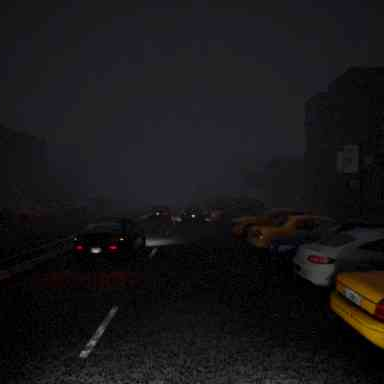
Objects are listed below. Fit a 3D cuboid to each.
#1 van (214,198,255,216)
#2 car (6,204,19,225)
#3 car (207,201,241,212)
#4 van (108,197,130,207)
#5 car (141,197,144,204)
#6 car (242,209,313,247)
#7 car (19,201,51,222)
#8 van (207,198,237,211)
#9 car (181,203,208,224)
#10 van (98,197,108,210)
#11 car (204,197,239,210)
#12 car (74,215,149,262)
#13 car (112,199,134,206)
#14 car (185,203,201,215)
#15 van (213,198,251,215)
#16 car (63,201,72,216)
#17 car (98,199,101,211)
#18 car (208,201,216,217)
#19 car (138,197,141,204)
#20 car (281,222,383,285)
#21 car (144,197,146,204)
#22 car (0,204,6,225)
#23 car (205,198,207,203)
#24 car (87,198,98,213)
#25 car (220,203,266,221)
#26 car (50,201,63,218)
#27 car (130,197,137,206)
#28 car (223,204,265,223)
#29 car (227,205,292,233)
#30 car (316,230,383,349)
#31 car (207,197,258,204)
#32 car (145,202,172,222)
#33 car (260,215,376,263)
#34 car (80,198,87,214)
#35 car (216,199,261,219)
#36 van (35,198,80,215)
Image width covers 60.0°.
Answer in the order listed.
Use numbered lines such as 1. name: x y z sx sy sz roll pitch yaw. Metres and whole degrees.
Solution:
1. van: 4.834 1.744 38.168 4.442 1.987 1.878 0 -1 0
2. car: -15.739 1.639 24.349 4.553 1.767 2.185 0 -1 0
3. car: 4.712 2.137 49.154 4.792 1.488 2.163 0 -1 0
4. van: -15.731 2.058 68.475 4.442 1.987 1.878 0 0 0
5. car: -15.888 2.520 87.766 4.892 1.521 2.231 0 -1 0
6. car: 4.897 1.576 13.030 5.366 1.575 1.946 0 -1 0
7. car: -15.965 1.848 29.862 5.366 1.575 1.946 0 -1 0
8. van: 4.631 1.913 52.063 4.442 1.987 1.878 0 -1 0
9. car: 0.105 1.907 28.354 1.994 1.385 4.181 0 -1 0
10. van: -15.935 1.912 51.931 4.442 1.987 1.878 0 -1 0
11. car: 4.786 1.916 54.840 5.566 2.045 2.435 0 -1 0
12. car: -2.898 1.615 12.331 1.812 1.442 4.674 0 -1 0
13. car: -15.865 2.403 76.743 4.674 1.452 2.002 0 -1 0
14. car: 0.118 2.118 43.007 1.994 1.385 4.181 0 -1 0
15. van: 4.839 1.781 40.821 4.442 1.987 1.878 0 -1 0
16. car: -15.787 1.973 35.377 4.674 1.452 2.002 0 -1 0
17. car: -15.779 2.106 46.410 4.792 1.488 2.163 0 -1 0
18. car: 4.530 1.886 32.482 5.366 1.575 1.946 0 -1 0
19. car: -15.877 2.434 82.255 5.008 1.535 2.097 0 -1 0
20. car: 4.709 1.558 7.602 4.674 1.452 2.002 0 -1 0
21. car: -15.892 2.568 90.522 4.892 1.521 2.231 0 -1 0
22. car: -15.737 1.469 21.593 5.566 2.045 2.435 0 -1 0
23. car: 4.761 1.826 46.504 5.566 2.045 2.435 0 -1 0
24. car: -15.776 1.791 43.656 5.566 2.045 2.435 0 -1 0
25. car: 4.743 1.787 24.268 4.792 1.488 2.163 0 -1 0
26. car: -15.970 1.890 32.621 5.366 1.575 1.946 0 -1 0
27. car: -15.828 2.082 73.987 5.566 2.045 2.435 0 0 0
28. car: 4.720 1.713 21.490 4.892 1.521 2.231 0 -1 0
29. car: 4.718 1.663 18.586 5.008 1.535 2.097 0 -1 0
30. car: 4.896 1.496 4.829 5.366 1.575 1.946 0 0 0
31. car: 4.686 1.678 35.269 5.566 2.045 2.435 0 -1 0
32. car: -2.895 1.926 30.579 2.033 1.411 5.357 0 -1 0
33. car: 4.714 1.584 10.259 4.674 1.452 2.002 0 -1 0
34. car: -15.830 1.882 40.896 4.553 1.767 2.185 0 -1 0
35. car: 4.746 1.721 29.828 4.553 1.767 2.185 0 -1 0
36. van: -15.677 1.745 38.140 4.442 1.987 1.878 0 -1 0
